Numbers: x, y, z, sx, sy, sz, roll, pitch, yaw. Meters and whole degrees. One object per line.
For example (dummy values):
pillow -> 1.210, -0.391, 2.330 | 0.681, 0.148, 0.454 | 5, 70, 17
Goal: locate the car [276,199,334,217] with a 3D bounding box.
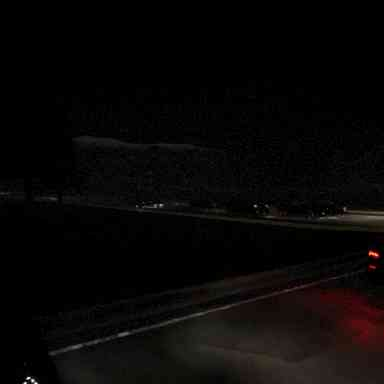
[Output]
car -> 10.404, 1.599, 31.388 | 1.895, 1.301, 4.718 | 0, 0, -36

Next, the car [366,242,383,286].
car -> 6.039, 1.525, 8.071 | 4.674, 1.442, 1.812 | 0, 0, -35

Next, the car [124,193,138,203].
car -> -10.472, 1.259, 60.281 | 2.150, 2.045, 5.566 | 0, 0, -36

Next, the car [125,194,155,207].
car -> -7.976, 1.505, 50.715 | 1.837, 1.490, 4.892 | 0, 0, -36

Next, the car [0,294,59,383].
car -> -3.471, 1.224, 1.272 | 5.566, 2.045, 2.150 | 0, 0, -35

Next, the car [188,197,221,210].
car -> 1.392, 1.489, 43.725 | 2.128, 1.511, 4.902 | 0, 0, -36

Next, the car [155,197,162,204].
car -> -7.653, 1.558, 62.356 | 2.033, 1.411, 5.357 | 0, 0, -36

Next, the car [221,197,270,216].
car -> 5.344, 1.350, 32.385 | 2.097, 1.767, 4.553 | 0, 0, -36

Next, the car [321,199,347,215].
car -> 13.119, 1.489, 33.607 | 2.128, 1.511, 4.902 | 0, 0, -36

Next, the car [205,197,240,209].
car -> 4.150, 1.489, 45.883 | 2.128, 1.511, 4.902 | 0, 0, -36
